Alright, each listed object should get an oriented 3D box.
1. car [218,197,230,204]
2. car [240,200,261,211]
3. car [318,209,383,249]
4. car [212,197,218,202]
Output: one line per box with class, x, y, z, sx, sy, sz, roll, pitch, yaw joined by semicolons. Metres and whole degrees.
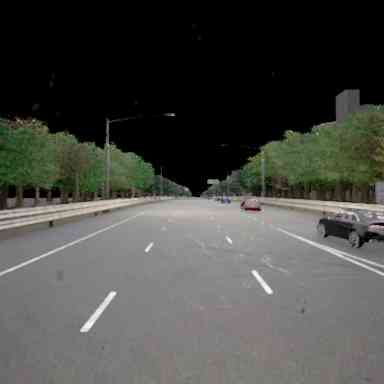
car;7.131;1.725;71.296;1.812;1.442;4.674;0;-1;0
car;7.020;1.590;40.269;1.994;1.385;4.181;0;0;0
car;7.257;1.505;14.647;2.128;1.511;4.902;0;0;-3
car;7.266;2.052;92.331;1.895;1.301;4.718;0;-1;0
